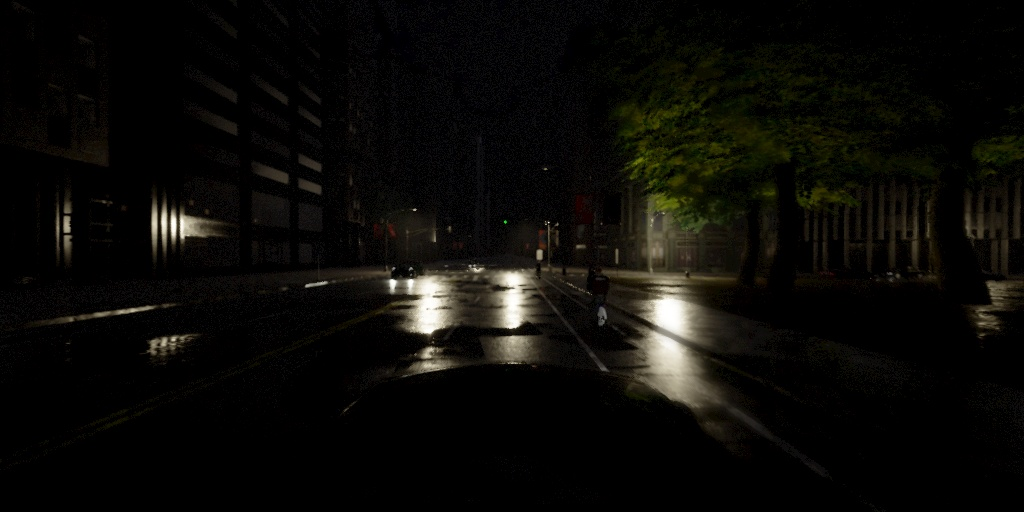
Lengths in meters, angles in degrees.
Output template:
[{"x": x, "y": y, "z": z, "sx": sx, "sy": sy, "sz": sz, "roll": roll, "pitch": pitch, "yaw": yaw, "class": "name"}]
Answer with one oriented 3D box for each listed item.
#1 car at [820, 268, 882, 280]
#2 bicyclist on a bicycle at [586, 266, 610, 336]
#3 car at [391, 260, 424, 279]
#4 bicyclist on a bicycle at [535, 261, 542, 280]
[{"x": 38.886, "y": 2.090, "z": 41.571, "sx": 5.357, "sy": 1.411, "sz": 2.033, "roll": 1, "pitch": 0, "yaw": -1, "class": "car"}, {"x": 2.250, "y": 1.135, "z": 9.519, "sx": 0.659, "sy": 1.776, "sz": 1.843, "roll": 0, "pitch": 0, "yaw": 0, "class": "bicyclist on a bicycle"}, {"x": -9.750, "y": 1.183, "z": 33.725, "sx": 2.097, "sy": 1.767, "sz": 4.553, "roll": 0, "pitch": 0, "yaw": 0, "class": "car"}, {"x": 2.255, "y": 1.274, "z": 30.257, "sx": 0.582, "sy": 1.620, "sz": 1.656, "roll": 0, "pitch": -1, "yaw": 0, "class": "bicyclist on a bicycle"}]
